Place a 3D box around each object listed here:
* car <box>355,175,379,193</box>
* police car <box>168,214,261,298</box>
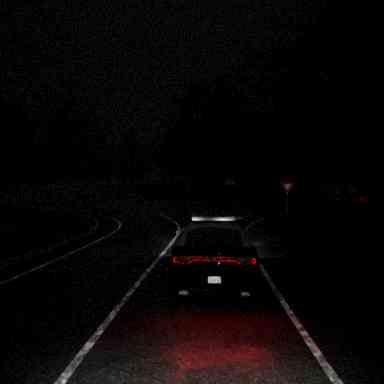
[{"bbox_3d":[20.522,-1.017,38.825,2.150,2.045,5.566,3,6,21],"label":"car"},{"bbox_3d":[0.552,1.409,8.706,1.930,1.638,5.238,0,0,3],"label":"police car"}]
